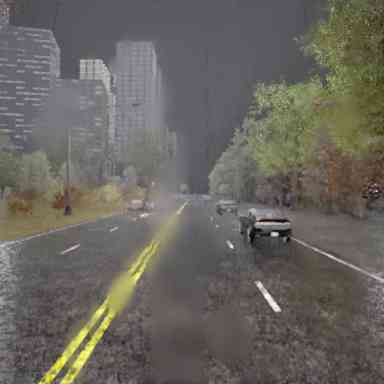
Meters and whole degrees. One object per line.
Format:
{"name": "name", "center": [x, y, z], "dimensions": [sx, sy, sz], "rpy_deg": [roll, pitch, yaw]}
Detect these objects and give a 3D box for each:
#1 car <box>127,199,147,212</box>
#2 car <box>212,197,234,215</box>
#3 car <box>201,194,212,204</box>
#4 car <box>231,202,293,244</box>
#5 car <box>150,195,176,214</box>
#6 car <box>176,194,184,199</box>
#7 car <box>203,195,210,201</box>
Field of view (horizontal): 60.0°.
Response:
{"name": "car", "center": [-6.486, 1.607, 39.760], "dimensions": [1.812, 1.442, 4.674], "rpy_deg": [0, 0, 0]}
{"name": "car", "center": [3.464, 1.518, 33.611], "dimensions": [2.128, 1.511, 4.902], "rpy_deg": [1, 0, 0]}
{"name": "car", "center": [3.554, 1.601, 68.748], "dimensions": [2.128, 1.511, 4.902], "rpy_deg": [-1, 0, 1]}
{"name": "car", "center": [3.407, 1.503, 16.089], "dimensions": [2.128, 1.511, 4.902], "rpy_deg": [1, 0, 0]}
{"name": "car", "center": [-3.247, 1.428, 36.128], "dimensions": [2.097, 1.767, 4.553], "rpy_deg": [0, 0, 0]}
{"name": "car", "center": [-2.834, 1.139, 76.781], "dimensions": [2.097, 1.767, 4.553], "rpy_deg": [0, 0, 1]}
{"name": "car", "center": [3.863, 1.556, 90.950], "dimensions": [1.801, 1.575, 5.366], "rpy_deg": [1, 0, 1]}
